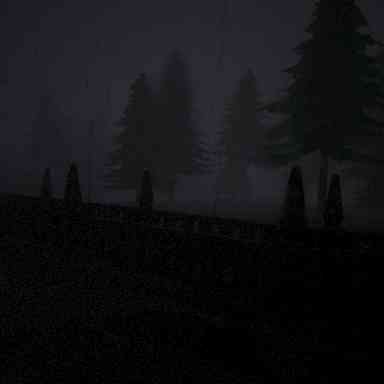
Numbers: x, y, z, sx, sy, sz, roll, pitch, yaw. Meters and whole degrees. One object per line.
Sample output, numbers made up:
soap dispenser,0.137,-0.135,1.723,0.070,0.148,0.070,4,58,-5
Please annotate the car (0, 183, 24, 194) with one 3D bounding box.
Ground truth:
car,-20.922,-0.219,36.190,2.128,1.511,4.902,4,2,37
